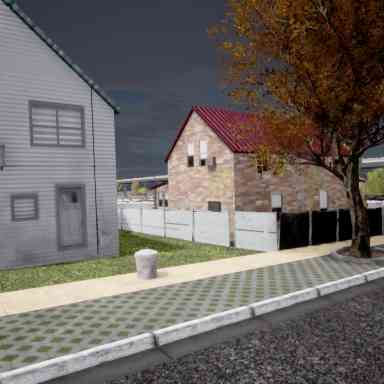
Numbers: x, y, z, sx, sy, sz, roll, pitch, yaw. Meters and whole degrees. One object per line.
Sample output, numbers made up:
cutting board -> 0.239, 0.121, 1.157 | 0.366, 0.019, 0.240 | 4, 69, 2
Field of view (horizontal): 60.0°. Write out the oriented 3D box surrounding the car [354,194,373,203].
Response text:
car -> 38.571, 1.440, 74.914 | 2.097, 1.767, 4.553 | -2, 0, 0

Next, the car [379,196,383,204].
car -> 38.487, 1.600, 64.512 | 1.837, 1.490, 4.892 | -2, 0, 0

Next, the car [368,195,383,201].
car -> 31.834, 1.478, 54.459 | 2.150, 2.045, 5.566 | -2, -1, 1

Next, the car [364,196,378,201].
car -> 28.605, 1.853, 55.978 | 1.882, 1.535, 5.008 | -2, -1, 1
